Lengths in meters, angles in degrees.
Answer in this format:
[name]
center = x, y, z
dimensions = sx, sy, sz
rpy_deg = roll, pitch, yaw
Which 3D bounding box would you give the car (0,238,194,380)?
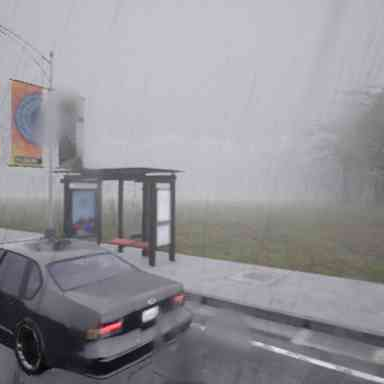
[car]
center = -2.550, 1.509, 5.503
dimensions = 5.357, 1.411, 2.033
rpy_deg = 1, 0, 35
